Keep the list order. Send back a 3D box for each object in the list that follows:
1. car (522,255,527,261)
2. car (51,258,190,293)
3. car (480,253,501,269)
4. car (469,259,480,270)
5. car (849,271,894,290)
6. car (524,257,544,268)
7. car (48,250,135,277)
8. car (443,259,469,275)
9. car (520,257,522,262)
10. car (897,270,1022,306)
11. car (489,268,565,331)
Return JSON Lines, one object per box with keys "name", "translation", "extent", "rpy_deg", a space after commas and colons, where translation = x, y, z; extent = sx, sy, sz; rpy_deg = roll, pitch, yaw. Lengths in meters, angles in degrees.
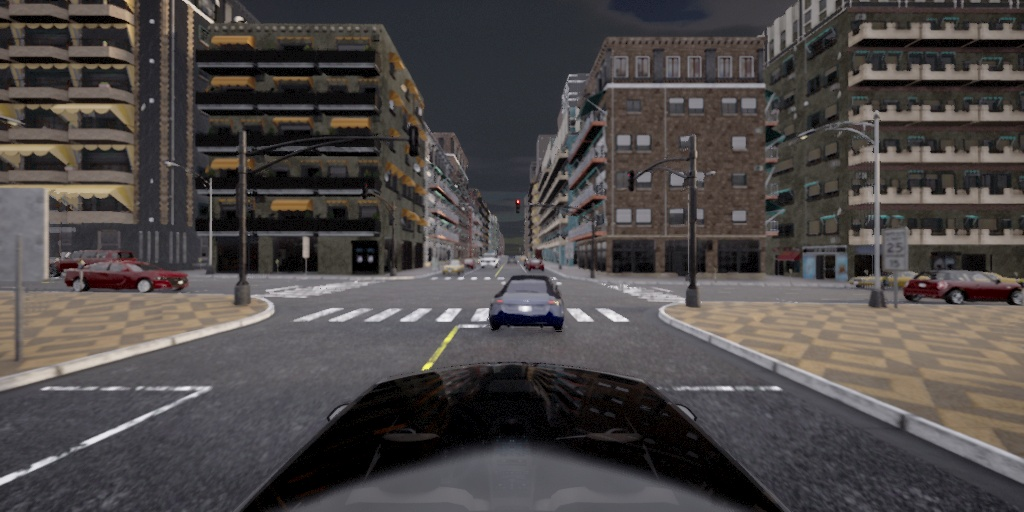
{"name": "car", "translation": [2.705, 0.894, 46.376], "extent": [1.967, 1.591, 4.097], "rpy_deg": [0, 0, 0]}
{"name": "car", "translation": [-17.258, 0.914, 16.206], "extent": [4.507, 1.381, 1.888], "rpy_deg": [0, 0, 0]}
{"name": "car", "translation": [-3.073, 0.661, 48.620], "extent": [2.150, 2.045, 5.566], "rpy_deg": [0, 0, 0]}
{"name": "car", "translation": [-5.676, 1.000, 46.393], "extent": [1.888, 1.381, 4.507], "rpy_deg": [0, 0, 0]}
{"name": "car", "translation": [26.253, 1.594, 24.874], "extent": [4.829, 1.417, 1.751], "rpy_deg": [0, 0, 0]}
{"name": "car", "translation": [2.704, 1.035, 40.853], "extent": [1.888, 1.381, 4.507], "rpy_deg": [0, 0, 0]}
{"name": "car", "translation": [-28.639, 0.533, 24.503], "extent": [5.009, 1.841, 2.192], "rpy_deg": [0, 0, 0]}
{"name": "car", "translation": [-5.679, 1.052, 35.176], "extent": [1.751, 1.417, 4.829], "rpy_deg": [0, 0, 0]}
{"name": "car", "translation": [2.709, 0.964, 57.423], "extent": [1.802, 1.307, 4.207], "rpy_deg": [0, 0, 0]}
{"name": "car", "translation": [20.839, 1.397, 16.519], "extent": [4.097, 1.591, 1.967], "rpy_deg": [0, 0, 0]}
{"name": "car", "translation": [0.558, 1.253, 10.843], "extent": [1.994, 1.385, 4.181], "rpy_deg": [0, 0, 7]}
